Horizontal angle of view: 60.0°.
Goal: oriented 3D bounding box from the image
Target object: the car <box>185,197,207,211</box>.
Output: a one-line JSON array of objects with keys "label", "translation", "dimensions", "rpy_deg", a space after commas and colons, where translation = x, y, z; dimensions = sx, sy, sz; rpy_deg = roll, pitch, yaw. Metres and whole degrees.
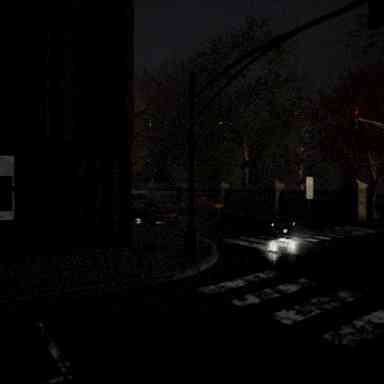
[{"label": "car", "translation": [0.857, 1.139, 30.559], "dimensions": [1.752, 1.417, 4.829], "rpy_deg": [2, 0, -36]}]

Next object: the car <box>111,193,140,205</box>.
[{"label": "car", "translation": [-8.819, 0.873, 43.852], "dimensions": [2.008, 1.369, 4.403], "rpy_deg": [1, 0, -36]}]

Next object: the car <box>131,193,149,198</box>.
[{"label": "car", "translation": [-4.528, 0.919, 28.098], "dimensions": [2.097, 1.767, 4.553], "rpy_deg": [0, 1, -36]}]

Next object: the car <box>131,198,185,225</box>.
[{"label": "car", "translation": [-2.565, 1.262, 21.018], "dimensions": [1.802, 1.307, 4.206], "rpy_deg": [2, 0, -36]}]

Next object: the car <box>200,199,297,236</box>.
[{"label": "car", "translation": [2.881, 1.346, 17.464], "dimensions": [2.033, 1.411, 5.357], "rpy_deg": [0, 1, -32]}]
